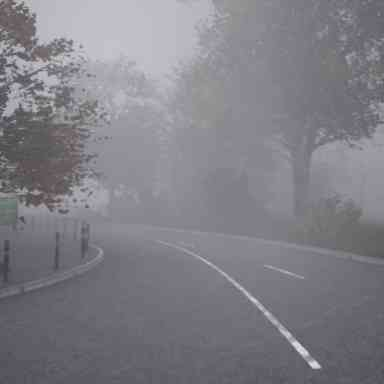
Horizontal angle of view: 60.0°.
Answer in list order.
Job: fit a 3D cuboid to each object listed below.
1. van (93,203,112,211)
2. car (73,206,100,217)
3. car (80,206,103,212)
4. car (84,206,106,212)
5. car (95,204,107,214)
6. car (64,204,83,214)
[{"bbox_3d":[-23.373,4.012,86.910,4.442,1.987,1.878,0,-2,1],"label":"van"},{"bbox_3d":[-16.585,3.292,52.440,1.895,1.301,4.718,0,-2,2],"label":"car"},{"bbox_3d":[-23.686,4.039,78.433,4.674,1.452,2.002,0,-2,1],"label":"car"},{"bbox_3d":[-23.616,4.119,81.257,4.674,1.452,2.002,0,-2,1],"label":"car"},{"bbox_3d":[-16.326,3.268,64.033,2.150,2.045,5.566,0,-2,2],"label":"car"},{"bbox_3d":[-23.974,3.419,67.147,5.566,2.045,2.435,0,-2,1],"label":"car"}]
